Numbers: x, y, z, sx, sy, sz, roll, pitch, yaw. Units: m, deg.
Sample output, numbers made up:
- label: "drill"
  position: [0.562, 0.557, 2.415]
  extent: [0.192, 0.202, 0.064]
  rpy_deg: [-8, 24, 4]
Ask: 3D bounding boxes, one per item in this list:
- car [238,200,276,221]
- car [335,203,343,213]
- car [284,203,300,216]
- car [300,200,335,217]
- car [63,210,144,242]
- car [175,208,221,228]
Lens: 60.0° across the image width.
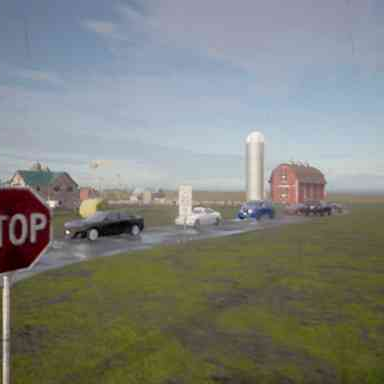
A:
- label: "car"
  position: [6.929, 1.862, 35.115]
  extent: [2.150, 2.045, 5.566]
  rpy_deg: [0, -1, 37]
- label: "car"
  position: [22.120, 2.496, 51.434]
  extent: [1.837, 1.490, 4.892]
  rpy_deg: [0, -1, 28]
- label: "car"
  position: [13.967, 2.301, 44.530]
  extent: [1.882, 1.535, 5.008]
  rpy_deg: [0, -1, 37]
- label: "car"
  position: [16.160, 2.048, 42.635]
  extent: [2.150, 2.045, 5.566]
  rpy_deg: [0, -1, 36]
- label: "car"
  position: [-4.919, 1.827, 19.084]
  extent: [1.882, 1.535, 5.008]
  rpy_deg: [0, -1, 35]
- label: "car"
  position: [0.611, 2.009, 26.606]
  extent: [1.812, 1.442, 4.674]
  rpy_deg: [0, -1, 37]
